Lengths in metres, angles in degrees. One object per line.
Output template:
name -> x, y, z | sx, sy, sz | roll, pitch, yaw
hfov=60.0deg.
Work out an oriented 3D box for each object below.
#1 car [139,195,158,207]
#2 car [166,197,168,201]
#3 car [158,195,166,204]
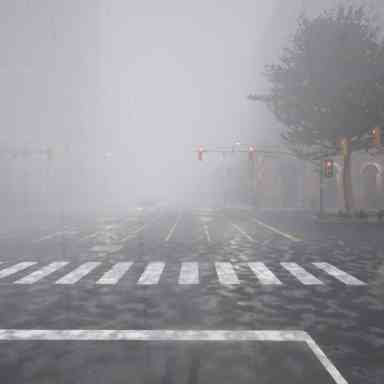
car -> -6.809, 1.478, 50.852 | 1.882, 1.535, 5.008 | 0, 0, 1
car -> -6.471, 1.595, 74.078 | 1.895, 1.301, 4.718 | 0, 0, 1
car -> -6.681, 1.351, 63.802 | 2.097, 1.767, 4.553 | 0, 0, 1
